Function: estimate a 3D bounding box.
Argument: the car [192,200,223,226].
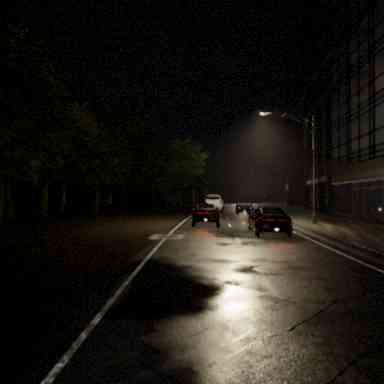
[{"bbox_3d":[1.052,1.566,23.767,1.837,1.490,4.892,0,-1,4],"label":"car"}]

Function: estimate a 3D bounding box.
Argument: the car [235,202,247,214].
[{"bbox_3d":[5.787,1.748,36.982,1.895,1.301,4.718,0,0,6],"label":"car"}]

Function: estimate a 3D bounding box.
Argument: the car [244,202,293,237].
[{"bbox_3d":[4.202,1.543,18.357,1.837,1.490,4.892,0,0,3],"label":"car"}]

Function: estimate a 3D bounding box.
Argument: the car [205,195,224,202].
[{"bbox_3d":[2.730,1.401,40.911,2.150,2.045,5.566,0,-1,7],"label":"car"}]
